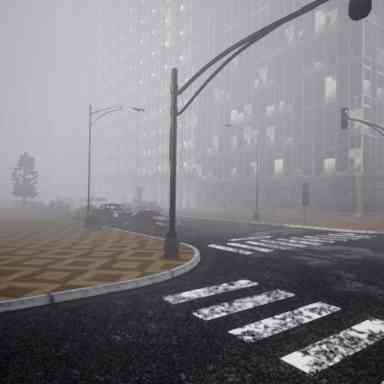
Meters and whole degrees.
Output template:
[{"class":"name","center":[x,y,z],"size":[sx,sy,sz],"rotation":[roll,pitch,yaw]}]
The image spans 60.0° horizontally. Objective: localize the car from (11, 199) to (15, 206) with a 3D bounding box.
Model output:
[{"class":"car","center":[-31.535,2.123,61.307],"size":[2.008,1.369,4.403],"rotation":[1,-1,-35]}]

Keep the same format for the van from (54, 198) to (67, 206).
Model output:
[{"class":"van","center":[-27.921,2.117,70.767],"size":[1.690,1.788,3.998],"rotation":[1,-1,-35]}]

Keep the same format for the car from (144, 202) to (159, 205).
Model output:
[{"class":"car","center":[-5.130,1.833,38.158],"size":[1.967,1.590,4.097],"rotation":[1,-1,-35]}]

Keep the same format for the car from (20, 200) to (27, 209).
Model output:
[{"class":"car","center":[-25.023,2.029,51.990],"size":[1.947,1.339,4.313],"rotation":[1,-1,-35]}]

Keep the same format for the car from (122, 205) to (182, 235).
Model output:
[{"class":"car","center":[-2.232,1.662,19.382],"size":[1.802,1.307,4.206],"rotation":[1,-1,-35]}]

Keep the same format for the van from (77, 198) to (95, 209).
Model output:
[{"class":"van","center":[-18.154,1.953,56.792],"size":[1.690,1.788,3.998],"rotation":[1,-1,-35]}]

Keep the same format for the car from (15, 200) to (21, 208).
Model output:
[{"class":"car","center":[-28.278,2.062,56.649],"size":[1.887,1.381,4.507],"rotation":[1,-1,-35]}]

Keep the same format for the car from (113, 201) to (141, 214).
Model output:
[{"class":"car","center":[-8.483,1.974,42.954],"size":[1.752,1.417,4.829],"rotation":[1,-1,-35]}]

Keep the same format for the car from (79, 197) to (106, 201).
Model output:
[{"class":"car","center":[-13.301,1.670,45.350],"size":[2.150,2.045,5.566],"rotation":[1,-1,-35]}]

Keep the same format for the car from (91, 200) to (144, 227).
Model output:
[{"class":"car","center":[-5.487,1.575,24.042],"size":[1.967,1.590,4.097],"rotation":[1,-1,-35]}]

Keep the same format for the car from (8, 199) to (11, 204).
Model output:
[{"class":"car","center":[-34.791,2.209,65.965],"size":[1.802,1.307,4.206],"rotation":[1,-1,-35]}]

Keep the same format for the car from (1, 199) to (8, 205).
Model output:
[{"class":"car","center":[-41.302,2.287,75.282],"size":[2.008,1.369,4.403],"rotation":[1,-1,-35]}]

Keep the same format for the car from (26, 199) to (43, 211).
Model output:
[{"class":"car","center":[-21.767,1.959,47.332],"size":[2.008,1.369,4.403],"rotation":[1,-1,-35]}]

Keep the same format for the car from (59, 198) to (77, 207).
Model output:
[{"class":"car","center":[-24.666,2.036,66.109],"size":[2.192,1.841,5.009],"rotation":[1,-1,-35]}]

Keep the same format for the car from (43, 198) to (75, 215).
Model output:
[{"class":"car","center":[-15.255,1.739,38.017],"size":[1.967,1.590,4.097],"rotation":[1,-1,-35]}]

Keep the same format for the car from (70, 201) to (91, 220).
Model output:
[{"class":"car","center":[-8.646,1.713,28.560],"size":[1.752,1.417,4.829],"rotation":[1,-1,-35]}]
